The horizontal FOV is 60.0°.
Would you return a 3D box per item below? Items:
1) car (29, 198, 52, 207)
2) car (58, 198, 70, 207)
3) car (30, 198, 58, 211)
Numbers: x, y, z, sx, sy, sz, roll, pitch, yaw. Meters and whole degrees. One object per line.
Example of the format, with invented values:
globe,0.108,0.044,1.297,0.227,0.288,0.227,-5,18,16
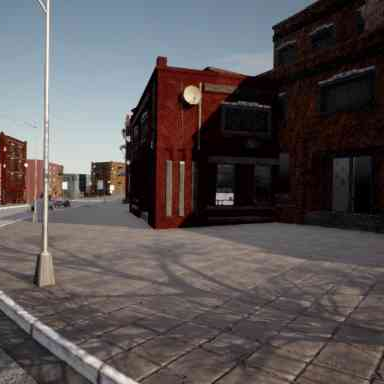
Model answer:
car,-24.612,1.670,54.231,2.033,1.411,5.357,1,0,-9
car,-20.975,1.694,53.692,1.812,1.442,4.674,1,0,-9
car,-19.126,1.684,42.751,1.994,1.385,4.181,1,0,-9
